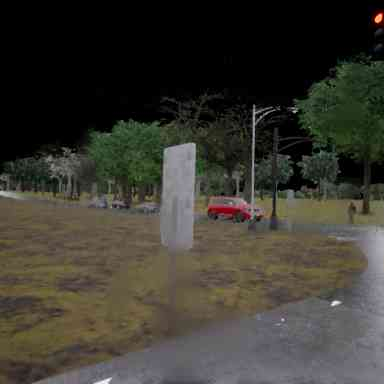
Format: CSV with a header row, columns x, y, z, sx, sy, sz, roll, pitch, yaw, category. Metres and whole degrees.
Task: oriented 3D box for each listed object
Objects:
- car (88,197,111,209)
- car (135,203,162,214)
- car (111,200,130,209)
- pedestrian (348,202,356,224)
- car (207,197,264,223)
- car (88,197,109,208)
x,y,z,sx,sy,sz,roll,pitch,yaw,category
-15.952,2.089,55.643,2.128,1.511,4.902,3,-2,-36,car
-5.335,1.985,40.728,1.994,1.385,4.181,3,-2,-36,car
-12.296,2.188,56.729,1.837,1.490,4.892,3,-2,-36,car
13.335,1.718,27.799,0.375,1.860,0.375,2,-1,-36,pedestrian
3.572,1.477,28.378,2.150,2.045,5.566,3,-2,-36,car
-18.385,1.964,65.208,2.150,2.045,5.566,3,-2,-36,car
